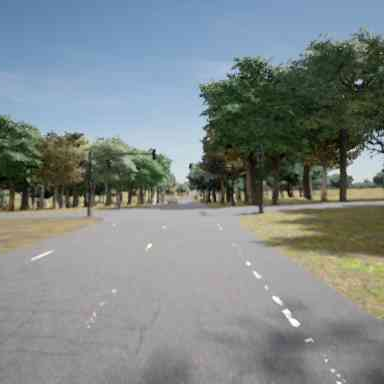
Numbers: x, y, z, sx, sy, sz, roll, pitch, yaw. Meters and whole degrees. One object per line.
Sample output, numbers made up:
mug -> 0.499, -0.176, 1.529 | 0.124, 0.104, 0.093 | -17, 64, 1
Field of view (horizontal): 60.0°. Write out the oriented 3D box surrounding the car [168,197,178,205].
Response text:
car -> -4.398, 1.919, 75.277 | 2.097, 1.767, 4.553 | 0, -1, -1

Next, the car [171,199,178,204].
car -> -4.740, 2.511, 90.794 | 1.895, 1.301, 4.718 | 0, -2, -1
